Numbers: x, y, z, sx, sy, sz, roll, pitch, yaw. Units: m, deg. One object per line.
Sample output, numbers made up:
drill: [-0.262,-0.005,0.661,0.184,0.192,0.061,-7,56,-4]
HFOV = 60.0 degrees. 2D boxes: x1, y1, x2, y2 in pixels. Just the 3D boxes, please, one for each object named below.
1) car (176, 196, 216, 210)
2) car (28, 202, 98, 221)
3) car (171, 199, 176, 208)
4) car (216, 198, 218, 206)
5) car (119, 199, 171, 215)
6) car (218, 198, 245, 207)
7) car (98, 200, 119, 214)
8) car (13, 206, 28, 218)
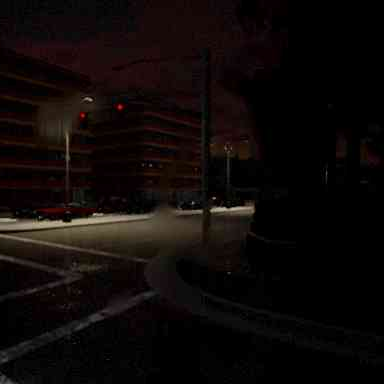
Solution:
car: [0.576,1.345,41.852,2.097,1.767,4.553,0,0,36]
car: [-10.280,1.594,26.923,1.895,1.301,4.718,0,0,33]
car: [-3.312,1.556,42.446,1.994,1.385,4.181,0,0,36]
car: [2.585,1.484,50.553,2.128,1.511,4.902,0,0,36]
car: [-4.747,1.469,34.524,1.882,1.535,5.008,0,0,36]
car: [6.269,1.557,49.664,1.994,1.385,4.181,0,0,36]
car: [-8.215,1.554,35.675,1.994,1.385,4.181,0,0,37]
car: [-13.164,1.556,28.877,1.994,1.385,4.181,0,0,36]
